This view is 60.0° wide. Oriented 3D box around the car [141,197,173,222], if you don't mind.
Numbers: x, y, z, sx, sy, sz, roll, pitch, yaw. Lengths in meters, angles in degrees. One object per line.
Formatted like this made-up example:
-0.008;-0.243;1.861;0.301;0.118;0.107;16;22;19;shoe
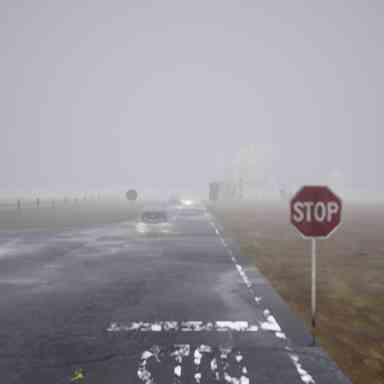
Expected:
-2.754;1.384;25.835;1.882;1.535;5.008;0;0;0;car

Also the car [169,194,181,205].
-2.757;1.126;51.690;2.097;1.767;4.553;0;0;0;car
